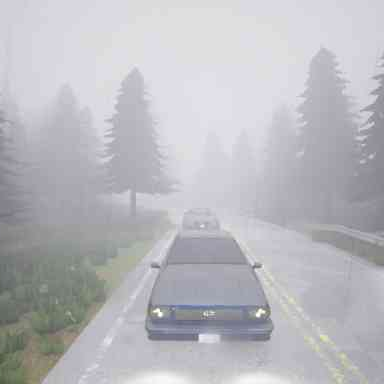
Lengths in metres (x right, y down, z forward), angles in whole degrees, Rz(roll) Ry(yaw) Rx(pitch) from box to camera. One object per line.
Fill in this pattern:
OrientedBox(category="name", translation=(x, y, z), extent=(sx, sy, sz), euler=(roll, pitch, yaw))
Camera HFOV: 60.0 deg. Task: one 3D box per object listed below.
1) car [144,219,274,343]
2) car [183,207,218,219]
OrientedBox(category="car", translation=(0.277, 1.557, 7.080), extent=(2.033, 1.411, 5.357), euler=(0, 0, 1))
OrientedBox(category="car", translation=(0.462, 1.584, 19.165), extent=(1.994, 1.385, 4.181), euler=(0, 0, -2))
